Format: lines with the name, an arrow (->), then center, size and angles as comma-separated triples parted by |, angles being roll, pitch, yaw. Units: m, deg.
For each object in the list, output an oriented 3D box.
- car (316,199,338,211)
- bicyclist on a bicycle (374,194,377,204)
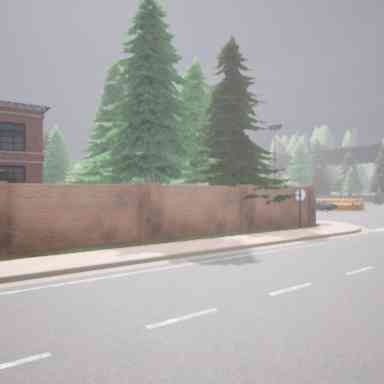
car -> 14.152, 1.456, 38.854 | 2.033, 1.411, 5.357 | 0, 0, -35
bicyclist on a bicycle -> 30.152, 1.150, 54.304 | 1.656, 1.620, 0.582 | -1, 0, -35
